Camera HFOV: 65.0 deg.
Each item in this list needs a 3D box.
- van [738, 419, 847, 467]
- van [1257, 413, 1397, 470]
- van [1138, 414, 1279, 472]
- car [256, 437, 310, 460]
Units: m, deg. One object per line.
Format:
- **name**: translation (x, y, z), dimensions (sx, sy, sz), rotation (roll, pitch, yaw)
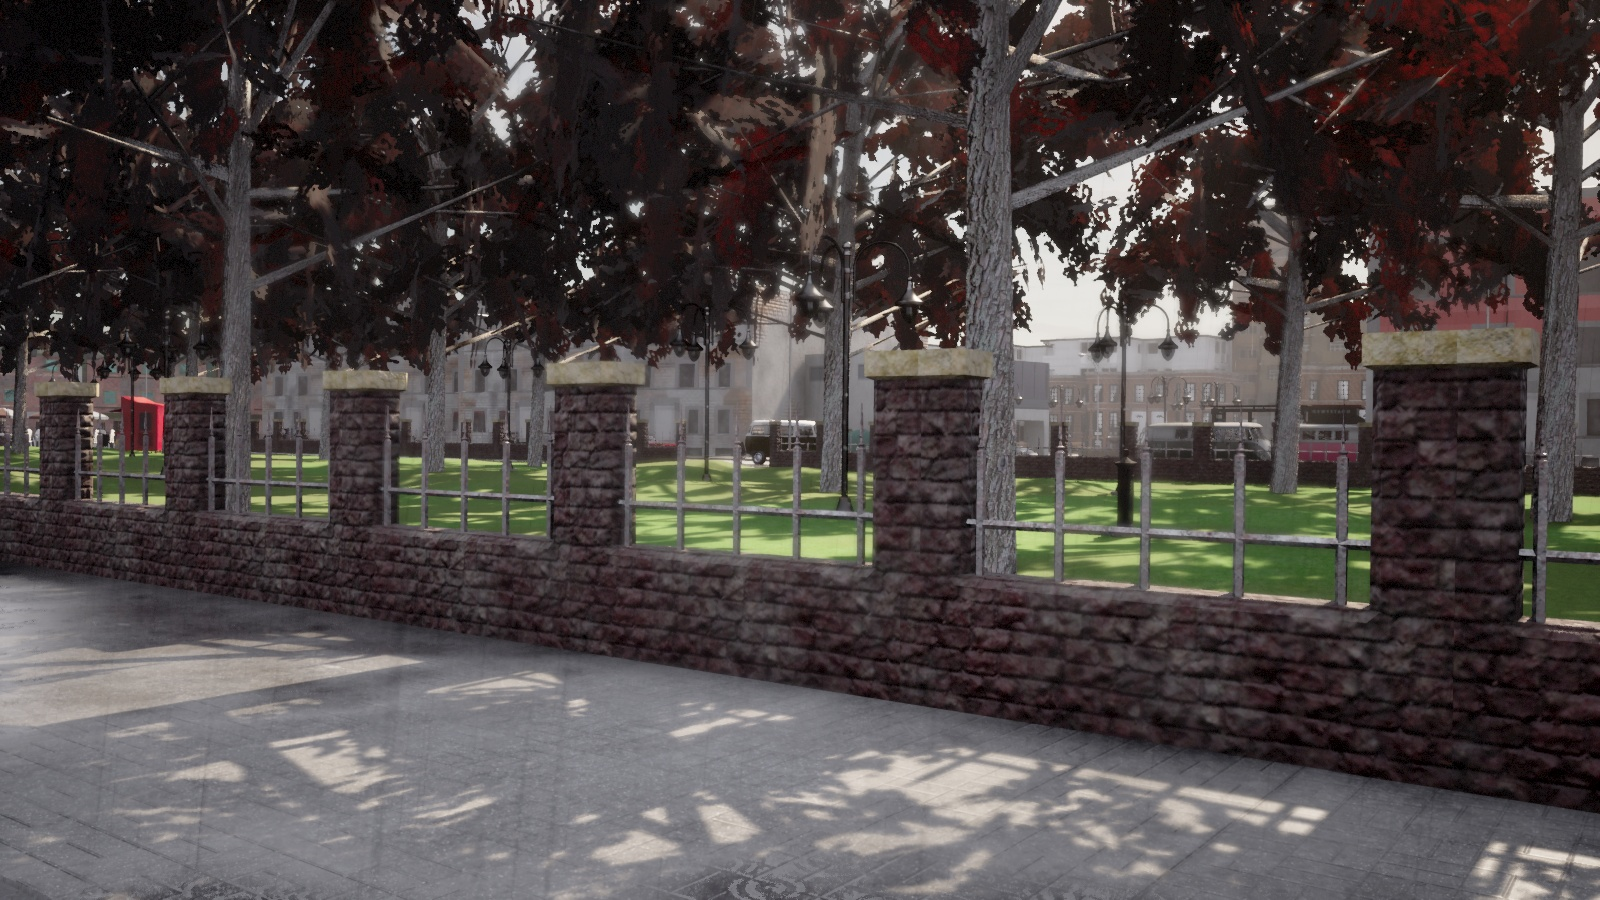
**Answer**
- **van**: translation (-0.362, -0.304, 55.839), dimensions (4.480, 2.038, 2.069), rotation (0, 1, 36)
- **van**: translation (19.376, -0.323, 46.247), dimensions (4.442, 1.987, 1.775), rotation (0, 1, 36)
- **van**: translation (14.553, -0.260, 44.835), dimensions (4.442, 1.987, 1.775), rotation (0, 1, 36)
- **car**: translation (-35.766, -0.117, 86.869), dimensions (3.633, 1.501, 1.845), rotation (0, 1, 36)
